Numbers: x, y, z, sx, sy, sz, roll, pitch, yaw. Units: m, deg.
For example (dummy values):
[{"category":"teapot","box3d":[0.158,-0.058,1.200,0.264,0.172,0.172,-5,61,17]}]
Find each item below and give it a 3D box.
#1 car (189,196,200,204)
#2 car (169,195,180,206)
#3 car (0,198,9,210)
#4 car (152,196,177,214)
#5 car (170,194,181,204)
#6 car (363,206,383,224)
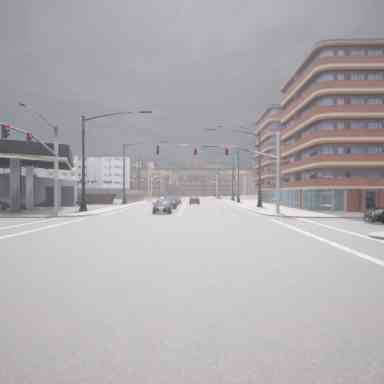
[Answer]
[{"category":"car","box3d":[0.457,1.526,63.206,1.812,1.442,4.674,0,0,0]},{"category":"car","box3d":[-3.126,1.352,44.919,2.097,1.767,4.553,0,0,0]},{"category":"car","box3d":[-23.937,1.456,39.397,3.806,1.475,1.970,0,0,1]},{"category":"car","box3d":[-3.070,1.492,35.201,2.128,1.511,4.902,0,0,0]},{"category":"car","box3d":[-3.198,1.352,65.091,2.097,1.767,4.553,0,0,0]},{"category":"car","box3d":[14.727,1.352,23.648,4.553,1.767,2.097,0,0,1]}]
